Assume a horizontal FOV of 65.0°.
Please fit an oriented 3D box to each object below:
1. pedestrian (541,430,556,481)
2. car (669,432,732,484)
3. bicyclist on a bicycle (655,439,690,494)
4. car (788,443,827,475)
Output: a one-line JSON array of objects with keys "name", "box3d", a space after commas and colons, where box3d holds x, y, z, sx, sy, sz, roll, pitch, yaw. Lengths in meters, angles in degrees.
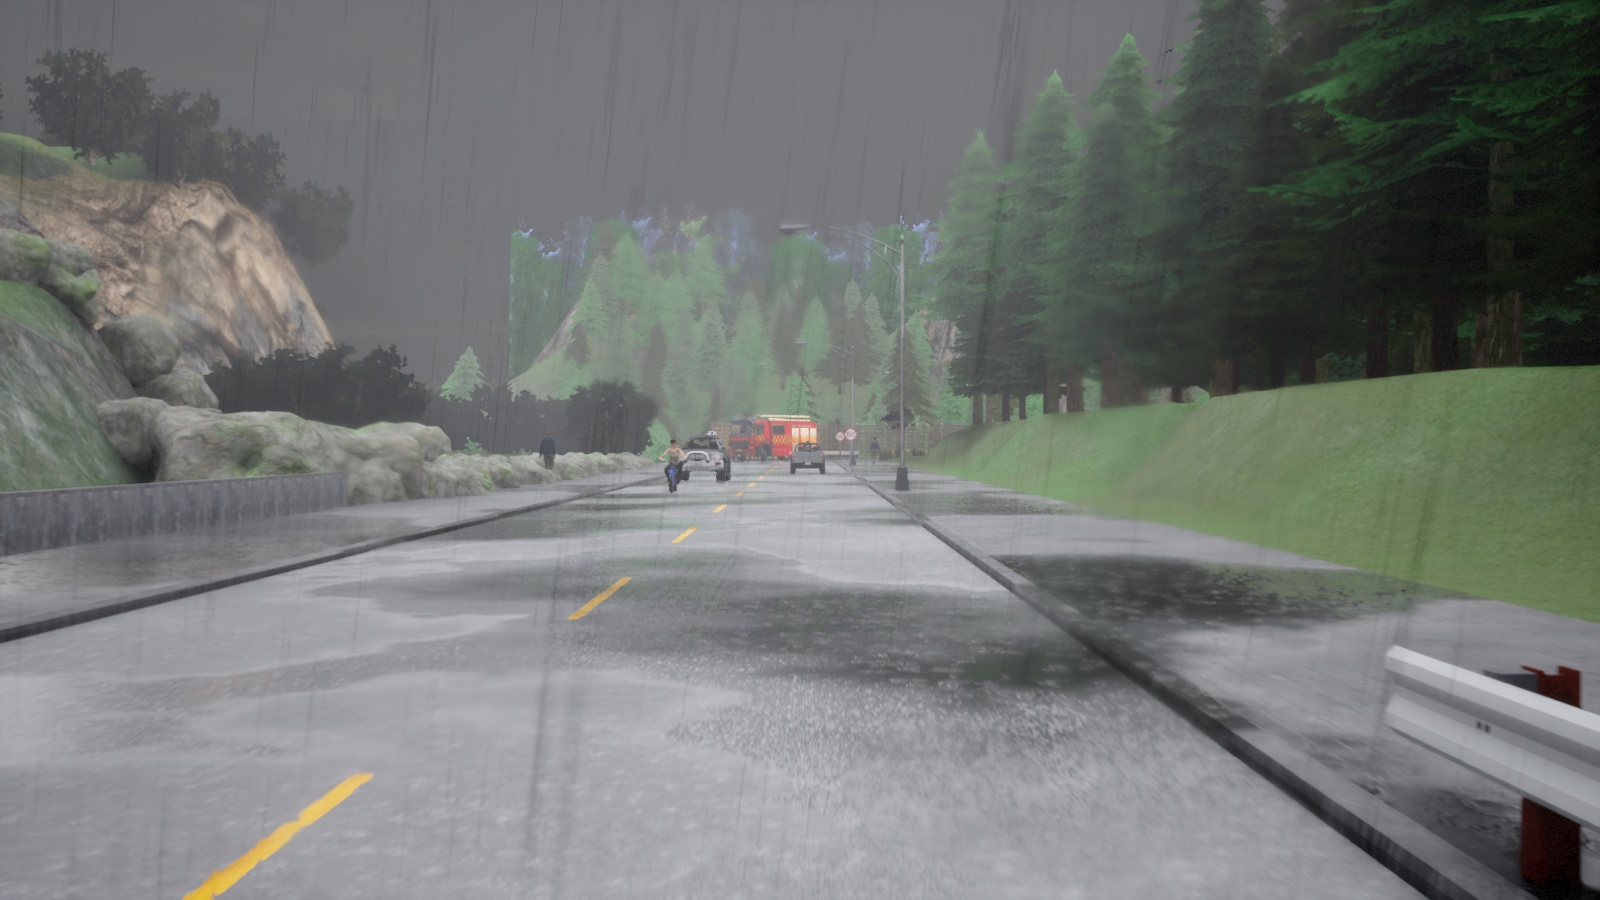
[{"name": "pedestrian", "box3d": [-9.101, 0.193, 45.410, 0.402, 1.842, 0.726, 0, 0, 1]}, {"name": "car", "box3d": [-3.709, 0.294, 47.449, 1.932, 1.855, 4.605, 0, 0, 1]}, {"name": "bicyclist on a bicycle", "box3d": [-3.771, 0.470, 37.171, 0.866, 1.612, 1.509, 0, 0, 0]}, {"name": "car", "box3d": [0.374, 0.415, 61.496, 1.845, 1.501, 3.633, 0, 1, 0]}]
